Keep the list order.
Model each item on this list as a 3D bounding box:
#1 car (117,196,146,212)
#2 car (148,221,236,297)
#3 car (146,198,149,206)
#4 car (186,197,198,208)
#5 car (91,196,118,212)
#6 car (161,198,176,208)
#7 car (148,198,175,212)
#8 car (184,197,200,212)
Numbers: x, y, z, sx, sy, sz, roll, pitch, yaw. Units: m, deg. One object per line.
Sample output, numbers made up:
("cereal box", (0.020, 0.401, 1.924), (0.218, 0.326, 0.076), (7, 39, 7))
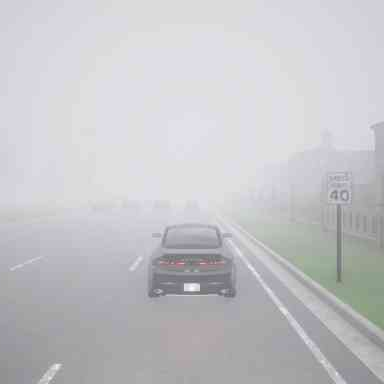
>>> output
("car", (-7.001, 1.477, 39.148), (1.882, 1.535, 5.008), (0, 0, 0))
("car", (0.000, 1.504, 8.535), (1.837, 1.490, 4.892), (0, 0, 0))
("car", (-7.002, 1.564, 49.568), (1.994, 1.385, 4.181), (0, 0, 0))
("car", (-0.002, 1.526, 49.568), (1.812, 1.442, 4.674), (0, 0, 0))
("car", (-10.501, 1.564, 39.531), (1.994, 1.385, 4.181), (0, 0, 0))
("car", (-3.501, 1.601, 49.622), (1.895, 1.301, 4.718), (0, 0, 0))
("car", (-3.501, 1.491, 39.148), (2.128, 1.511, 4.902), (0, 0, 0))
("car", (-0.001, 1.547, 39.148), (2.033, 1.411, 5.357), (0, 0, 0))
